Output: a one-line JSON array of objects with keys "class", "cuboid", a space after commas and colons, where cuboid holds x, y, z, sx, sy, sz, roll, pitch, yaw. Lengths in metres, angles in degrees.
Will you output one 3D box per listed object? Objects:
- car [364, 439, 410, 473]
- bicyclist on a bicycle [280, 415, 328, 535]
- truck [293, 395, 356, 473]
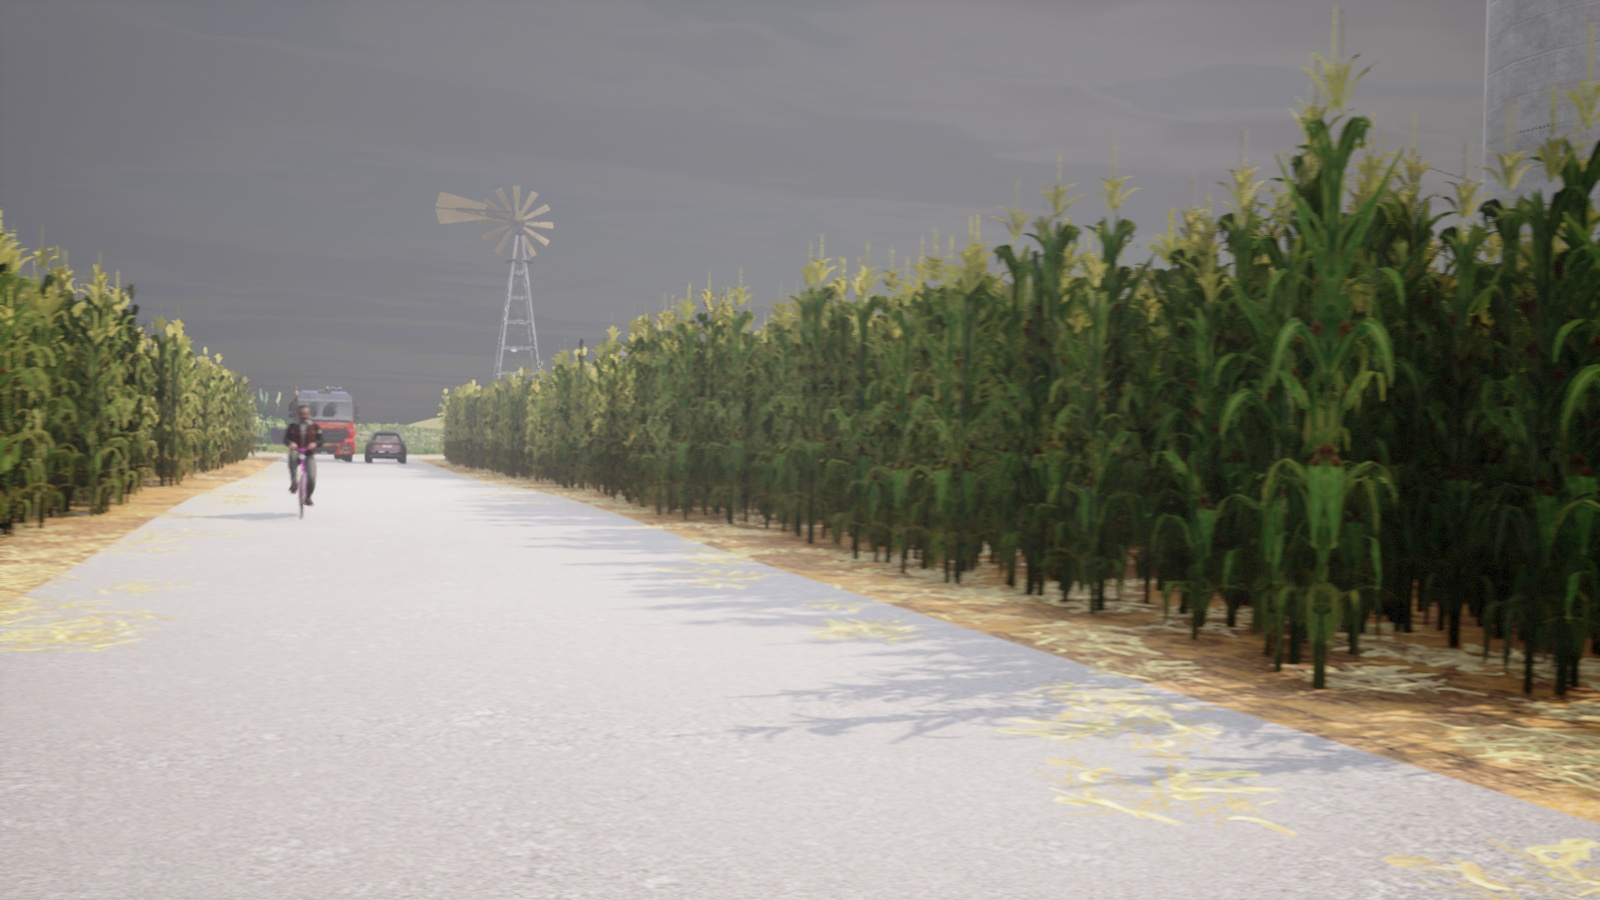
[{"class": "car", "cuboid": [-21.037, 0.279, 63.810, 2.033, 1.649, 4.856, 0, 1, -21]}, {"class": "bicyclist on a bicycle", "cuboid": [-7.690, 0.350, 19.533, 0.659, 1.776, 1.843, 0, 1, -21]}, {"class": "truck", "cuboid": [-24.922, -0.836, 65.663, 2.891, 3.827, 8.468, 0, 1, -22]}]
